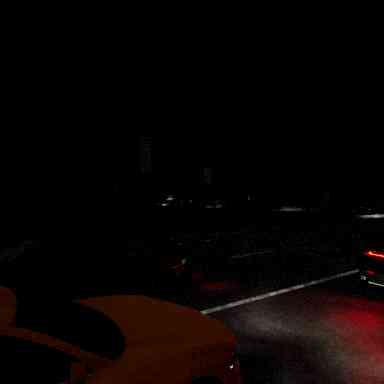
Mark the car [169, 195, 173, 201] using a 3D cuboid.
[{"bbox_3d":[-6.104,1.239,74.804,2.128,1.511,4.902,-1,0,-38],"label":"car"}]

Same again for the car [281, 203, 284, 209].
[{"bbox_3d":[8.785,1.352,39.302,1.994,1.385,4.181,-1,0,-37],"label":"car"}]

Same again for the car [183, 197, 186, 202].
[{"bbox_3d":[1.203,1.258,54.322,2.128,1.511,4.902,-1,0,-39],"label":"car"}]

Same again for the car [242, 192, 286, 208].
[{"bbox_3d":[9.443,0.979,44.039,2.150,2.045,5.566,-1,1,-39],"label":"car"}]

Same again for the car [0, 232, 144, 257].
[{"bbox_3d":[-2.554,1.545,6.470,5.357,1.411,2.033,0,0,-36],"label":"car"}]

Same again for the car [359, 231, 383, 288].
[{"bbox_3d":[5.900,1.468,7.959,4.892,1.490,1.837,0,0,-35],"label":"car"}]

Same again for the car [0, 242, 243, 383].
[{"bbox_3d":[-1.813,1.478,2.437,5.008,1.535,1.882,0,0,-36],"label":"car"}]

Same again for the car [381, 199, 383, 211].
[{"bbox_3d":[18.250,1.228,33.561,1.882,1.535,5.008,-1,0,-43],"label":"car"}]

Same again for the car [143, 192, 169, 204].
[{"bbox_3d":[-6.968,1.023,58.964,2.150,2.045,5.566,-1,0,-38],"label":"car"}]

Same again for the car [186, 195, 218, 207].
[{"bbox_3d":[1.692,1.299,48.117,1.837,1.490,4.892,-1,0,-39],"label":"car"}]

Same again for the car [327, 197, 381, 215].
[{"bbox_3d":[14.595,1.354,30.692,1.994,1.385,4.181,0,0,-25],"label":"car"}]

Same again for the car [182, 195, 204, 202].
[{"bbox_3d":[0.236,1.309,67.018,1.895,1.301,4.718,-1,0,-39],"label":"car"}]
